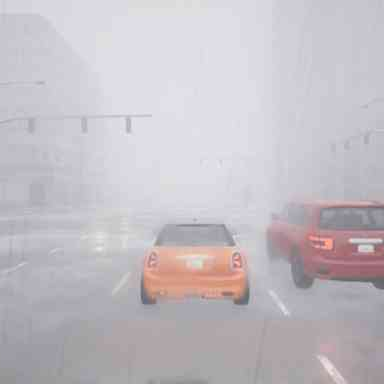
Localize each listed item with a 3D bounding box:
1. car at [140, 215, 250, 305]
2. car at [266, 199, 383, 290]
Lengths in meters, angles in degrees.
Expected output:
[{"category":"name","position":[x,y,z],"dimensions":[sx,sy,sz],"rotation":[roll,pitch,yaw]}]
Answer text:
[{"category":"car","position":[0.076,1.340,8.230],"dimensions":[2.097,1.767,4.553],"rotation":[0,0,1]},{"category":"car","position":[3.555,1.208,9.249],"dimensions":[2.150,2.045,5.566],"rotation":[0,0,3]}]
